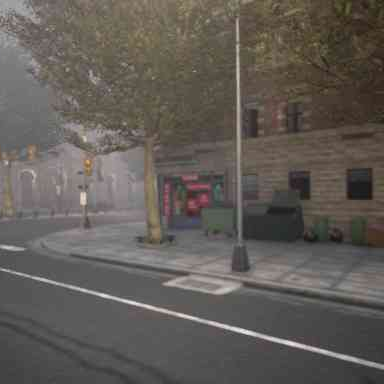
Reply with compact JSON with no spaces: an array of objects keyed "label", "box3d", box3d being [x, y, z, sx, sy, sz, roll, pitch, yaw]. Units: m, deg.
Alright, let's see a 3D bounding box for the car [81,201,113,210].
[{"label":"car","box3d":[-14.519,2.040,50.967,1.895,1.301,4.718,-1,0,36]}]
